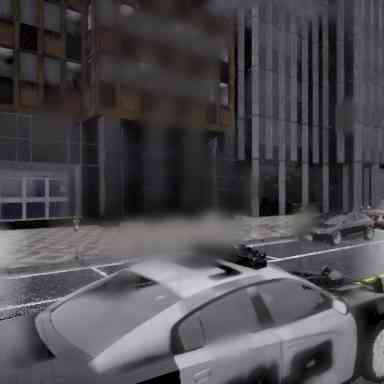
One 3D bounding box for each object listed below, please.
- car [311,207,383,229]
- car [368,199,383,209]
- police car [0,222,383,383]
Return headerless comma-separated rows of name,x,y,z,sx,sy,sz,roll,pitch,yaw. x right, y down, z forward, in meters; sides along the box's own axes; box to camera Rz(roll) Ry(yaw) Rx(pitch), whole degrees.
car,6.687,1.565,15.285,4.313,1.339,1.947,0,0,-35
car,11.275,1.314,18.559,5.009,1.841,2.192,0,0,-35
police car,0.500,1.424,3.789,5.238,1.638,1.930,0,0,-35
